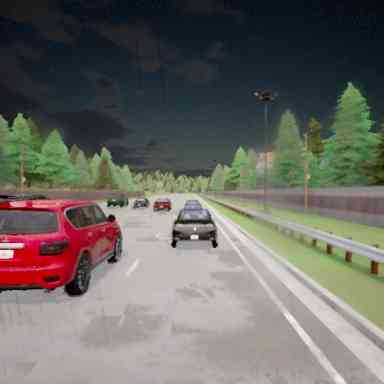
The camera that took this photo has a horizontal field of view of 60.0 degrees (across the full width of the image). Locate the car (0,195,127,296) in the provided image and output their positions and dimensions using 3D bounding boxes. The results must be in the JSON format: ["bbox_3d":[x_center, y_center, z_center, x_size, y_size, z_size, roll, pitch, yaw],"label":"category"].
[{"bbox_3d":[-3.402,1.216,8.748,2.150,2.045,5.566,0,0,0],"label":"car"}]

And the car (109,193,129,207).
[{"bbox_3d":[-10.418,1.188,47.080,2.150,2.045,5.566,0,0,0],"label":"car"}]

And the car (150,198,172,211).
[{"bbox_3d":[-3.415,1.449,39.607,1.882,1.535,5.008,0,0,0],"label":"car"}]

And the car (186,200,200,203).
[{"bbox_3d":[0.086,1.523,33.872,2.033,1.411,5.357,0,0,0],"label":"car"}]

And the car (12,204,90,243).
[{"bbox_3d":[-6.906,1.465,17.026,1.882,1.535,5.008,0,0,0],"label":"car"}]

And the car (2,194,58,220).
[{"bbox_3d":[-13.912,1.201,29.044,2.150,2.045,5.566,0,0,0],"label":"car"}]

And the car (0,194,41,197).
[{"bbox_3d":[-10.406,1.207,20.603,2.150,2.045,5.566,0,0,0],"label":"car"}]

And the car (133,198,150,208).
[{"bbox_3d":[-6.914,1.492,46.005,1.812,1.442,4.674,0,0,0],"label":"car"}]

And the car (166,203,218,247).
[{"bbox_3d":[0.094,1.481,14.907,2.128,1.511,4.902,0,0,0],"label":"car"}]
